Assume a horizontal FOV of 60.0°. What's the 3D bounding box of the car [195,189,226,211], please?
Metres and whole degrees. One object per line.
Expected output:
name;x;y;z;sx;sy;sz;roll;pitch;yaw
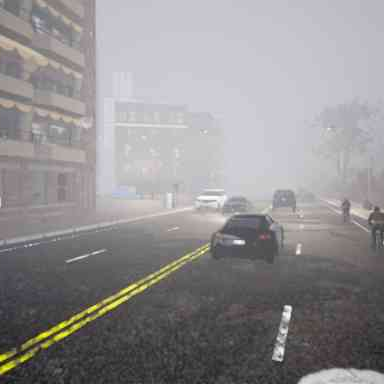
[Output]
car;2.023;0.753;32.405;2.150;2.045;5.566;0;1;18

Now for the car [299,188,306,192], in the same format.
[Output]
car;22.901;0.245;69.428;2.150;2.045;5.566;0;1;14

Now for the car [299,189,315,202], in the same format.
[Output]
car;18.688;0.753;53.430;1.837;1.490;4.892;0;-1;16

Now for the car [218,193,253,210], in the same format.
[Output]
car;3.840;1.084;27.531;1.882;1.535;5.008;0;1;18

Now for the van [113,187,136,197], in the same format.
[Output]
van;-11.921;-0.004;59.123;3.998;1.788;1.690;1;0;-13

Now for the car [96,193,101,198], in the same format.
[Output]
car;-15.690;0.345;49.693;4.206;1.307;1.802;1;0;-13

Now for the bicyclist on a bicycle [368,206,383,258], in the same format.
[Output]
bicyclist on a bicycle;6.190;1.305;11.111;0.582;1.620;1.656;0;1;19

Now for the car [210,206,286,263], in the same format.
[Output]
car;2.039;1.399;11.519;1.994;1.385;4.181;0;1;19

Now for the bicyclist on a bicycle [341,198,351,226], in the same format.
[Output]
bicyclist on a bicycle;9.140;1.187;19.707;0.582;1.620;1.656;0;1;19

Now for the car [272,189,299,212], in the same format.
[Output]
car;9.125;0.764;32.701;2.150;2.045;5.566;0;1;18
